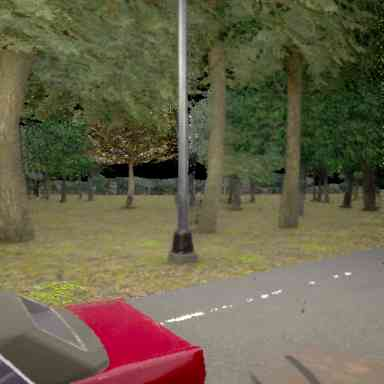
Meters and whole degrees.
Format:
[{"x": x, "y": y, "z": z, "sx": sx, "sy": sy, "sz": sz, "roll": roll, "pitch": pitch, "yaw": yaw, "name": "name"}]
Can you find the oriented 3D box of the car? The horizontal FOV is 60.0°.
[{"x": -2.282, "y": 1.603, "z": 2.363, "sx": 4.718, "sy": 1.301, "sz": 1.895, "roll": 0, "pitch": 0, "yaw": -36, "name": "car"}]
